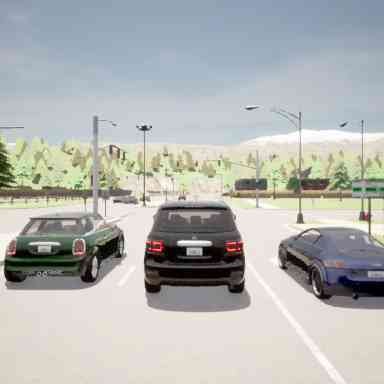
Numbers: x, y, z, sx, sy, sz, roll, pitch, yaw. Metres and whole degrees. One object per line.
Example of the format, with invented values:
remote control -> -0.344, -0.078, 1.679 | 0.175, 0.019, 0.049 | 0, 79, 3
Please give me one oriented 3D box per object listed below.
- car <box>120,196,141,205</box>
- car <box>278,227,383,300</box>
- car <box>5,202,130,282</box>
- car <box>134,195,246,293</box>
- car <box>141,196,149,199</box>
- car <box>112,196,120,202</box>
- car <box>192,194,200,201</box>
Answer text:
car -> -10.904, 1.506, 59.450 | 1.837, 1.490, 4.892 | 0, 0, 1
car -> 3.572, 1.564, 8.444 | 1.994, 1.385, 4.181 | 0, 0, 0
car -> -3.424, 1.352, 9.881 | 2.097, 1.767, 4.553 | 0, 0, 0
car -> 0.069, 1.221, 8.988 | 2.150, 2.045, 5.566 | 0, 0, 0
car -> -10.576, 1.541, 75.066 | 1.994, 1.385, 4.181 | 0, 0, 1
car -> -14.240, 1.546, 65.725 | 2.033, 1.411, 5.357 | 0, 0, 1
car -> 1.060, 1.311, 83.335 | 1.882, 1.535, 5.008 | 0, 0, 1
